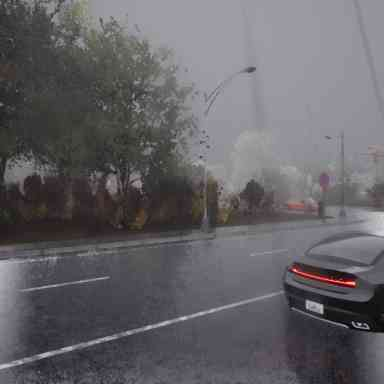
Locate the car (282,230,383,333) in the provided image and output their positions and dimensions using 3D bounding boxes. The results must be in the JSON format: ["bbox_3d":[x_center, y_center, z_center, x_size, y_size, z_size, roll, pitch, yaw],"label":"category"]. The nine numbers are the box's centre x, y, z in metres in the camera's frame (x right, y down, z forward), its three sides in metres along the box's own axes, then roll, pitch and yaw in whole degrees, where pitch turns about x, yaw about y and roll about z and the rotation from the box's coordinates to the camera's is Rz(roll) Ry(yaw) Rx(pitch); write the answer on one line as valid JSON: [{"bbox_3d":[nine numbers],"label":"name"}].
[{"bbox_3d":[3.839,1.505,6.476,4.892,1.490,1.837,0,0,-35],"label":"car"}]

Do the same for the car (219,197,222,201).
[{"bbox_3d":[4.499,1.353,69.509,1.994,1.385,4.181,0,1,-33],"label":"car"}]

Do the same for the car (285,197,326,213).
[{"bbox_3d":[12.510,1.352,36.826,2.097,1.767,4.553,0,0,-32],"label":"car"}]
